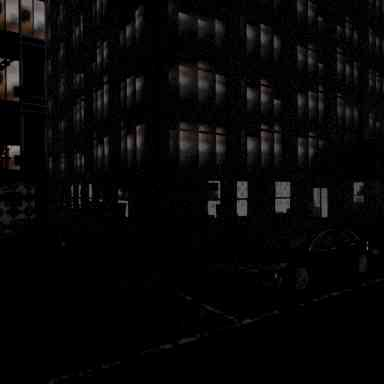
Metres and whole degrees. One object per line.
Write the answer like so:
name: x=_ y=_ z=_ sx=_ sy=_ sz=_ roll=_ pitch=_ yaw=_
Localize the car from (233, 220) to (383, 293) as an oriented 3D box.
car: x=3.014 y=1.549 z=8.713 sx=4.403 sy=1.369 sz=2.008 roll=0 pitch=-1 yaw=-35
